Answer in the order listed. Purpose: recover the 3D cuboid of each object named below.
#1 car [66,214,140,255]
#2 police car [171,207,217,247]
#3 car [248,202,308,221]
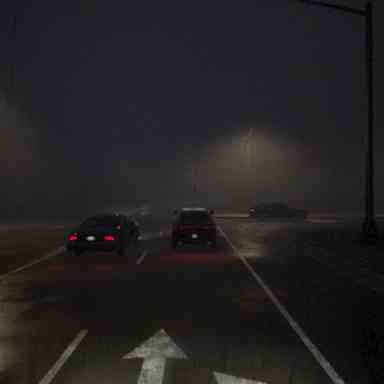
[{"bbox_3d":[-3.402,1.621,13.675,2.033,1.411,5.357,0,0,0],"label":"car"},{"bbox_3d":[0.099,1.507,15.506,1.930,1.638,5.238,0,0,0],"label":"police car"},{"bbox_3d":[7.180,1.647,27.904,4.892,1.490,1.837,0,-1,1],"label":"car"}]
